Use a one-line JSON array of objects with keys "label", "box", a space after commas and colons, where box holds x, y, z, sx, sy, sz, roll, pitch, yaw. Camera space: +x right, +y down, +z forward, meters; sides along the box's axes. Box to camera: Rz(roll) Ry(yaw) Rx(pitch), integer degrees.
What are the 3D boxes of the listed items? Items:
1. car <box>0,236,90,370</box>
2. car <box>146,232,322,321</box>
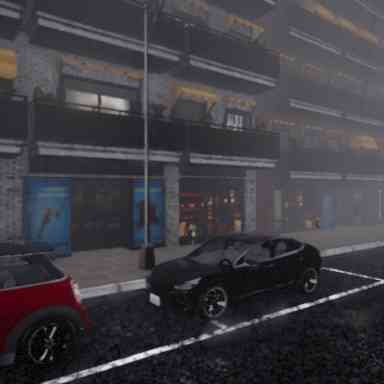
[{"label": "car", "box": [-3.517, 1.434, 4.067, 4.097, 1.590, 1.967, 1, -1, -35]}, {"label": "car", "box": [1.098, 1.612, 7.349, 4.313, 1.339, 1.947, 1, -1, -35]}]
